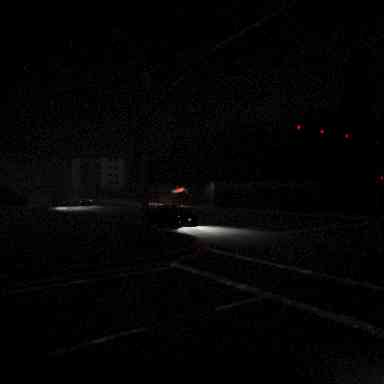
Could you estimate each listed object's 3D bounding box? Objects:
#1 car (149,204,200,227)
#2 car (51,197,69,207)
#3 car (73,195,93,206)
[{"bbox_3d":[-1.279,1.549,22.682,1.994,1.385,4.181,0,1,-35],"label":"car"},{"bbox_3d":[-20.293,1.474,50.958,2.128,1.511,4.902,0,0,-33],"label":"car"},{"bbox_3d":[-17.433,1.328,52.976,2.097,1.767,4.553,0,0,-33],"label":"car"}]
